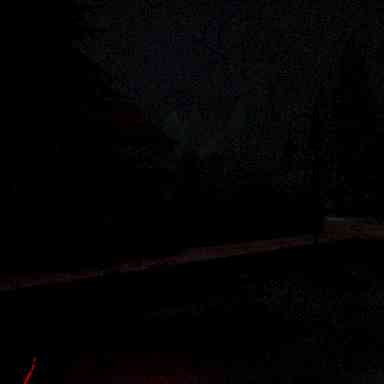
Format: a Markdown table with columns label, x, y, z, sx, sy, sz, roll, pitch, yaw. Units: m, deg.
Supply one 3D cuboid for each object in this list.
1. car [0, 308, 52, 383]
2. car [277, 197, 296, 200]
| label | x | y | z | sx | sy | sz | roll | pitch | yaw |
| --- | --- | --- | --- | --- | --- | --- | --- | --- | --- |
| car | -3.335 | 1.505 | 1.618 | 4.892 | 1.490 | 1.837 | 0 | 0 | -35 |
| car | 8.315 | 1.190 | 29.265 | 2.097 | 1.767 | 4.553 | 0 | 0 | -36 |
